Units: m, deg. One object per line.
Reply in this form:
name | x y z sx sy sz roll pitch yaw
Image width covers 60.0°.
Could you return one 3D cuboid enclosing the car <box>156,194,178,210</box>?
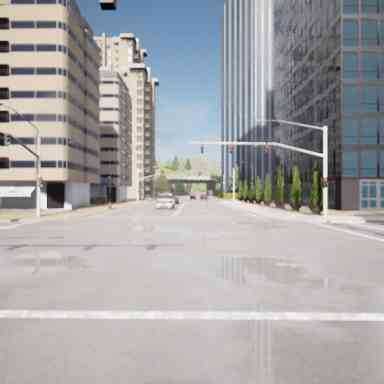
car | -3.484 1.271 44.353 2.150 2.045 5.566 0 0 0
